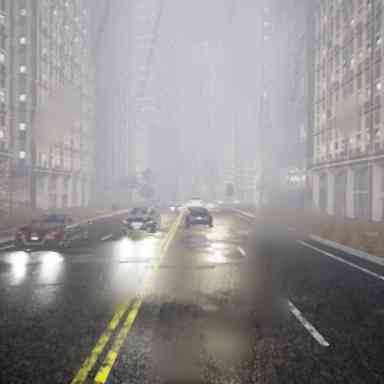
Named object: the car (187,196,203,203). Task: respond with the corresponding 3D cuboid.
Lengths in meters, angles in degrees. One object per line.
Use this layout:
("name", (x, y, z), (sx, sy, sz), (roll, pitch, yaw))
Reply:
("car", (0.515, 1.674, 50.417), (2.150, 2.045, 5.566), (0, -1, 0))

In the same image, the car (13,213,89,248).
("car", (-6.200, 1.653, 15.108), (1.994, 1.385, 4.181), (0, -1, 0))

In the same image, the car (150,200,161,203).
("car", (-6.114, 1.996, 55.445), (2.033, 1.411, 5.357), (0, -1, 1))

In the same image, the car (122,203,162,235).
("car", (-2.945, 1.651, 20.254), (2.128, 1.511, 4.902), (0, -1, 0))

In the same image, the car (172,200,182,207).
("car", (-2.829, 2.187, 63.559), (1.895, 1.301, 4.718), (0, -1, 0))

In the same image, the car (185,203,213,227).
("car", (0.501, 1.790, 24.861), (1.994, 1.385, 4.181), (0, -1, 0))
